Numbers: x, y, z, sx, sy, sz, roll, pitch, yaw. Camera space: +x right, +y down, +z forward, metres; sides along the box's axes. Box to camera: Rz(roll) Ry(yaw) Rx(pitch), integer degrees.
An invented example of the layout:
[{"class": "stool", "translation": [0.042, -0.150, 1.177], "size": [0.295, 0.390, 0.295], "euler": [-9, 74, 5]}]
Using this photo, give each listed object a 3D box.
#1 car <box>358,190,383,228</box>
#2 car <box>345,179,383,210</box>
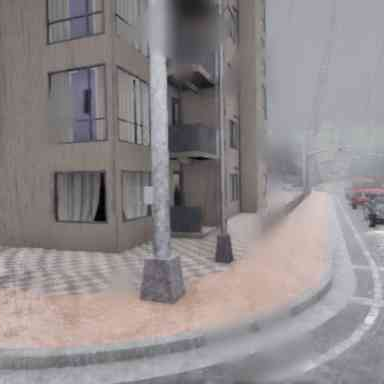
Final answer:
[{"class": "car", "translation": [9.190, 0.827, 15.507], "size": [1.994, 1.385, 4.181], "euler": [0, 2, 22]}, {"class": "car", "translation": [12.660, 0.114, 24.180], "size": [2.150, 2.045, 5.566], "euler": [0, 2, 22]}]
